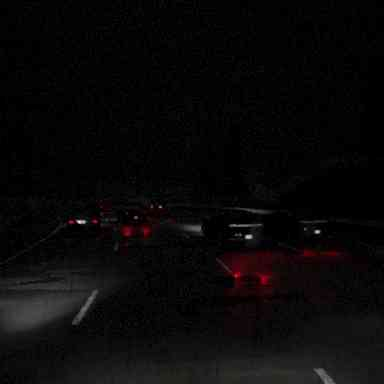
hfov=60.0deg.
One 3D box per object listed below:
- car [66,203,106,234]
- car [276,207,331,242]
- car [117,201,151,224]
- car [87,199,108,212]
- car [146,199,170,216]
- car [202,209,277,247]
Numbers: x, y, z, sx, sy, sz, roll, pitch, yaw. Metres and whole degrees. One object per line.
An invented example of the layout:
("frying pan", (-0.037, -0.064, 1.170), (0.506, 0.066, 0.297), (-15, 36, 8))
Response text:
("car", (-6.374, 1.635, 19.828), (2.033, 1.411, 5.357), (0, 0, -16))
("car", (4.979, 1.528, 16.877), (2.128, 1.511, 4.902), (0, 0, -12))
("car", (-4.706, 1.627, 25.750), (1.812, 1.442, 4.674), (0, 0, -19))
("car", (-11.846, 1.655, 41.343), (1.882, 1.535, 5.008), (0, 0, -29))
("car", (-3.822, 1.474, 33.118), (2.097, 1.767, 4.553), (0, 0, -23))
("car", (1.759, 1.535, 15.305), (2.128, 1.511, 4.902), (0, 0, -11))
